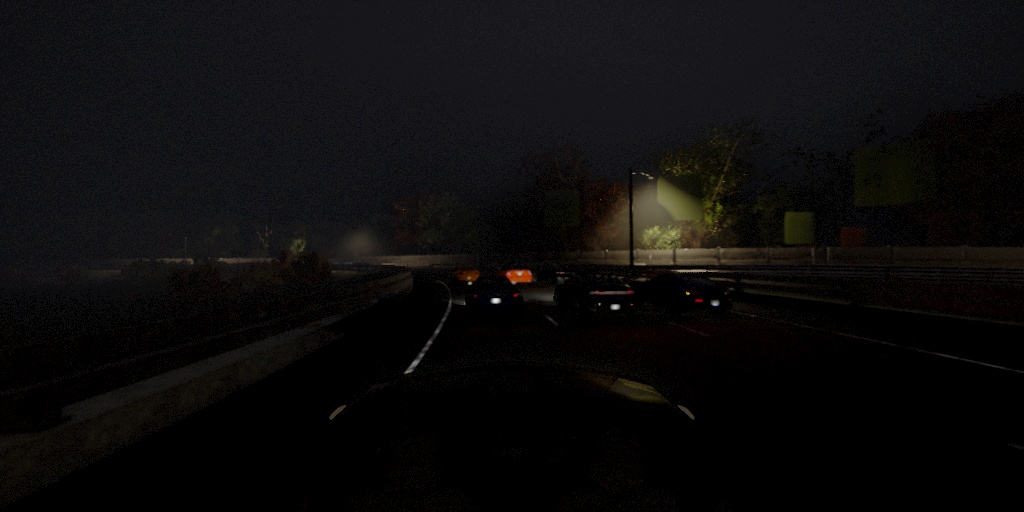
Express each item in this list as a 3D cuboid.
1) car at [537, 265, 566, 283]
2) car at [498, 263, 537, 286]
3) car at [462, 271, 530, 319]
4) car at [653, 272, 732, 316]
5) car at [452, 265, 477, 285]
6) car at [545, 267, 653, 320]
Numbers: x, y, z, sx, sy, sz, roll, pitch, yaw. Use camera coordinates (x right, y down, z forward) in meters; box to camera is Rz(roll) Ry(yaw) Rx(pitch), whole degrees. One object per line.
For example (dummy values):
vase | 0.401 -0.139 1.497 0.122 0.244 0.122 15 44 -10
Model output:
car | 3.438 1.488 29.206 2.128 1.511 4.902 0 0 -14
car | 0.049 1.362 28.288 2.097 1.767 4.553 0 -1 -14
car | -0.721 1.435 13.543 1.994 1.385 4.181 0 -1 -6
car | 6.294 1.350 13.772 1.812 1.442 4.674 0 -1 -5
car | -3.844 1.527 29.440 1.882 1.535 5.008 0 -1 -15
car | 2.844 1.334 13.071 2.128 1.511 4.902 0 -1 -6
